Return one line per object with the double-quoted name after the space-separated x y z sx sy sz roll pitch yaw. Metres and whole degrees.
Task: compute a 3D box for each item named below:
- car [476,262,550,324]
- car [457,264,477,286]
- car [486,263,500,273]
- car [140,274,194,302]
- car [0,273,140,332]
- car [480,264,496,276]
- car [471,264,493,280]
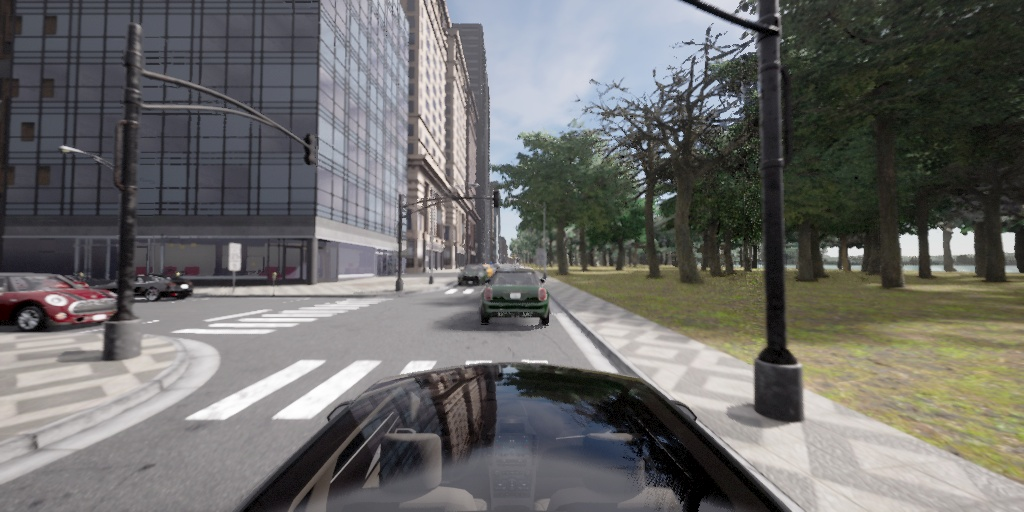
0.105 1.205 12.528 2.097 1.767 4.553 0 -1 0 "car"
-3.097 1.420 29.038 2.097 1.767 4.553 0 -1 0 "car"
-2.995 1.951 57.572 1.837 1.490 4.892 0 -1 1 "car"
-19.002 1.619 18.513 4.313 1.339 1.948 0 0 0 "car"
-13.540 1.186 9.999 4.097 1.591 1.967 0 0 -1 "car"
-3.066 1.833 47.222 1.812 1.442 4.674 0 -1 0 "car"
-3.085 1.663 38.058 1.882 1.535 5.008 0 -1 0 "car"
